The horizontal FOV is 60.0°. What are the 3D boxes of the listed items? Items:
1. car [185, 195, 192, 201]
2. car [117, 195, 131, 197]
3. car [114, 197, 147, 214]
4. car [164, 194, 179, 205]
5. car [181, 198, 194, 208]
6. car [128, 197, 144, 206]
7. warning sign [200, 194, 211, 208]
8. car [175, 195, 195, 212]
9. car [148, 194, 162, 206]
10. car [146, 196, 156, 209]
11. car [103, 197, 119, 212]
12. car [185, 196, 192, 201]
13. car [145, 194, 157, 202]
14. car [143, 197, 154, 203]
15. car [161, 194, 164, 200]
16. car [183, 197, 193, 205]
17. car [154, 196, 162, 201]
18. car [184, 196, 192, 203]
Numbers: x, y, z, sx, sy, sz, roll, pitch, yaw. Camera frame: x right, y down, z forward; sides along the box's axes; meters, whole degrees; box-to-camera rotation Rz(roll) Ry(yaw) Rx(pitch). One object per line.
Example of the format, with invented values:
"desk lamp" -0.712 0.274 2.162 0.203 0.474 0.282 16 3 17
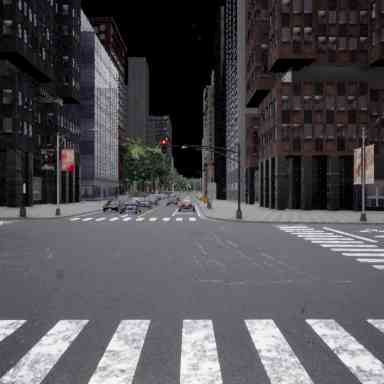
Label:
"car" -0.905 1.574 87.819 1.967 1.590 4.097 0 0 0
"car" -9.159 1.335 44.370 2.192 1.841 5.009 0 0 0
"car" -6.446 1.548 35.423 2.033 1.411 5.357 0 0 -1
"car" -3.369 1.600 58.698 2.033 1.411 5.357 0 0 -2
"car" -0.667 1.614 49.844 1.802 1.307 4.206 0 0 0
"car" -9.225 1.570 55.051 1.752 1.417 4.829 0 0 0
"warning sign" 1.689 1.132 42.679 1.300 1.860 1.060 0 0 0
"car" -0.600 1.448 38.995 1.967 1.590 4.097 0 0 0
"car" -6.549 1.551 55.571 1.837 1.490 4.892 0 0 0
"car" -6.506 1.586 45.378 1.994 1.385 4.181 0 0 -1
"car" -9.124 1.574 38.944 1.947 1.339 4.313 0 0 0
"car" -0.940 1.695 93.243 1.887 1.381 4.507 0 0 0
"car" -9.363 1.417 76.926 2.192 1.841 5.009 0 0 0
"car" -9.328 1.669 71.499 1.802 1.307 4.206 0 0 0
"car" -9.431 1.449 87.777 2.192 1.841 5.009 0 0 0
"car" -0.735 1.603 60.694 1.887 1.381 4.507 0 0 0
"car" -9.464 1.696 93.202 1.887 1.381 4.507 0 0 0
"car" -0.804 1.612 71.714 1.752 1.417 4.829 0 0 0
